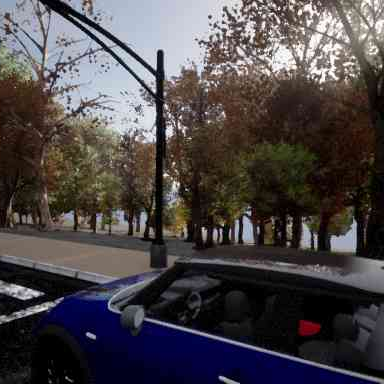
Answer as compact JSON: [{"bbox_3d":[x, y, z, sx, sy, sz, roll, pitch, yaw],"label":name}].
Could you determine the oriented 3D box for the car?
[{"bbox_3d":[0.410,1.353,3.364,4.553,1.767,2.097,0,0,34],"label":"car"}]
